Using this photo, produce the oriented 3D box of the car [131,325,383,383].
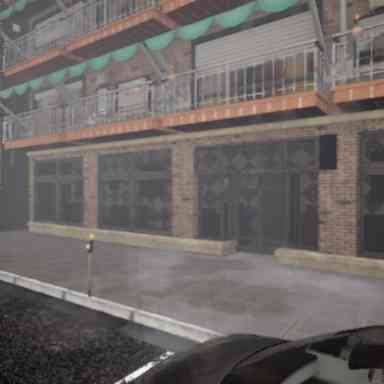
[{"bbox_3d":[1.371,1.566,1.889,4.313,1.339,1.947,0,0,35],"label":"car"}]
